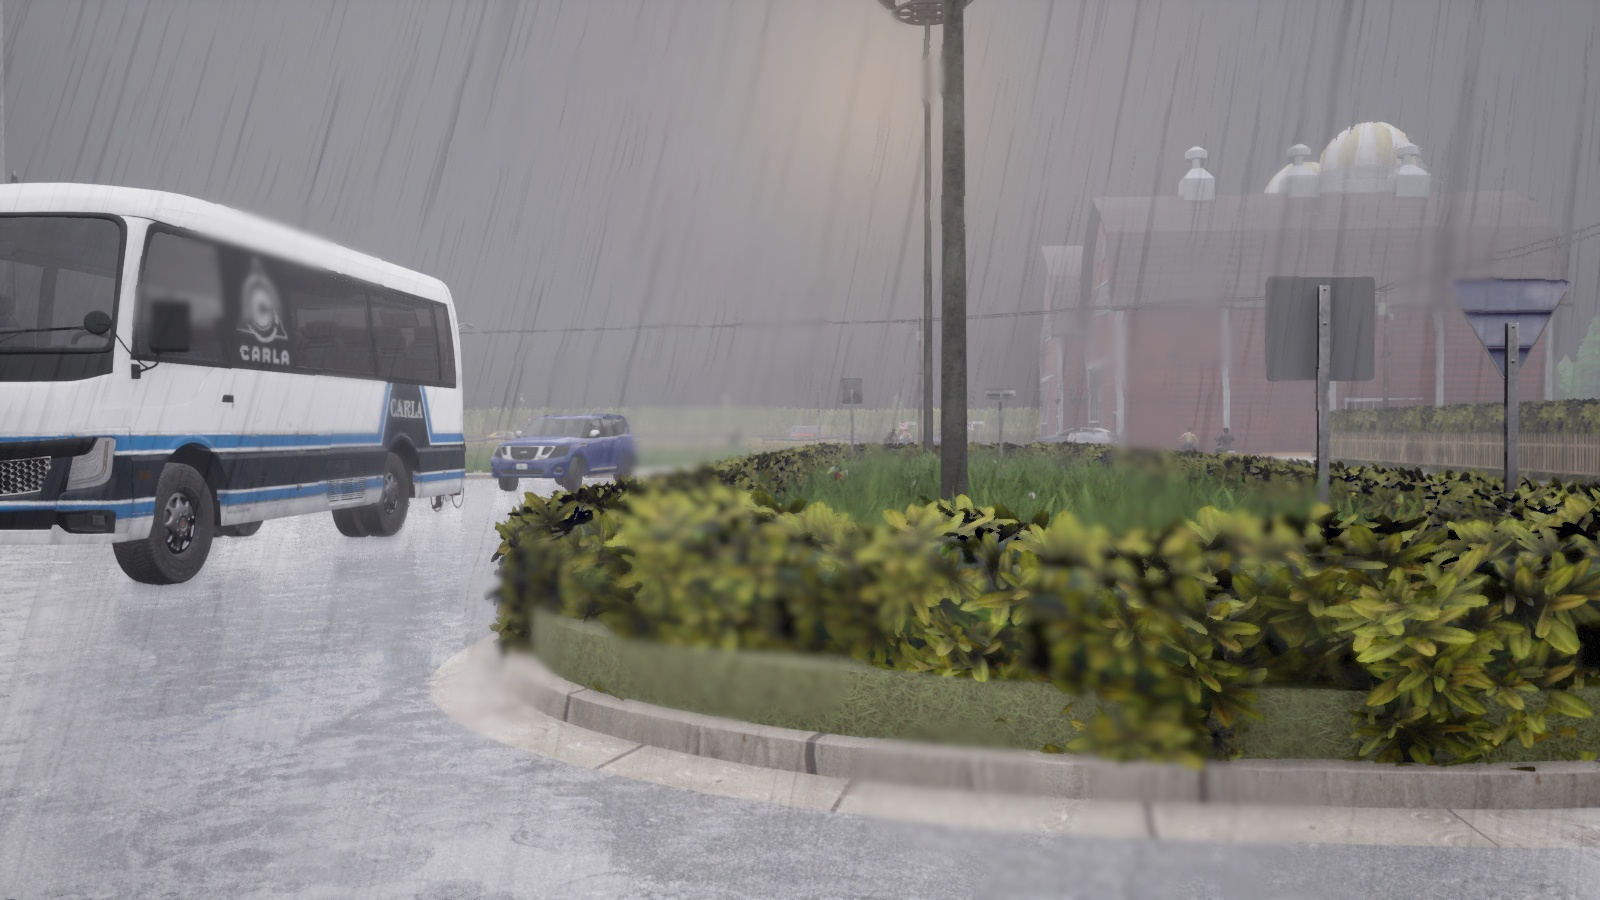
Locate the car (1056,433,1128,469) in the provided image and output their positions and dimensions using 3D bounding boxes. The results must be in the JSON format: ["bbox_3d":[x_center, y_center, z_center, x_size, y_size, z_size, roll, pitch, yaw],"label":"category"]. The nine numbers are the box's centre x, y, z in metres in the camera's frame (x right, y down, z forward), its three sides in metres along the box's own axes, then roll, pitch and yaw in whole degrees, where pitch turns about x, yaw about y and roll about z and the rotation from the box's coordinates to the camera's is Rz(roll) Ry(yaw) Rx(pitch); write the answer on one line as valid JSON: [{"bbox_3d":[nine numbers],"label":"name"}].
[{"bbox_3d":[12.667,-0.008,54.813,2.163,1.488,4.792,0,1,2],"label":"car"}]

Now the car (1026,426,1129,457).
[{"bbox_3d":[15.111,-0.494,68.445,5.027,1.651,2.152,1,1,38],"label":"car"}]

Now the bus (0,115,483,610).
[{"bbox_3d":[-7.655,-0.836,16.062,3.944,4.253,10.273,0,1,4],"label":"bus"}]

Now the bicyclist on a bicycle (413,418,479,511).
[{"bbox_3d":[-6.991,0.272,24.884,0.659,1.776,1.843,0,1,5],"label":"bicyclist on a bicycle"}]

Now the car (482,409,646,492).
[{"bbox_3d":[-6.240,-0.021,34.040,2.150,2.045,5.566,0,1,15],"label":"car"}]
